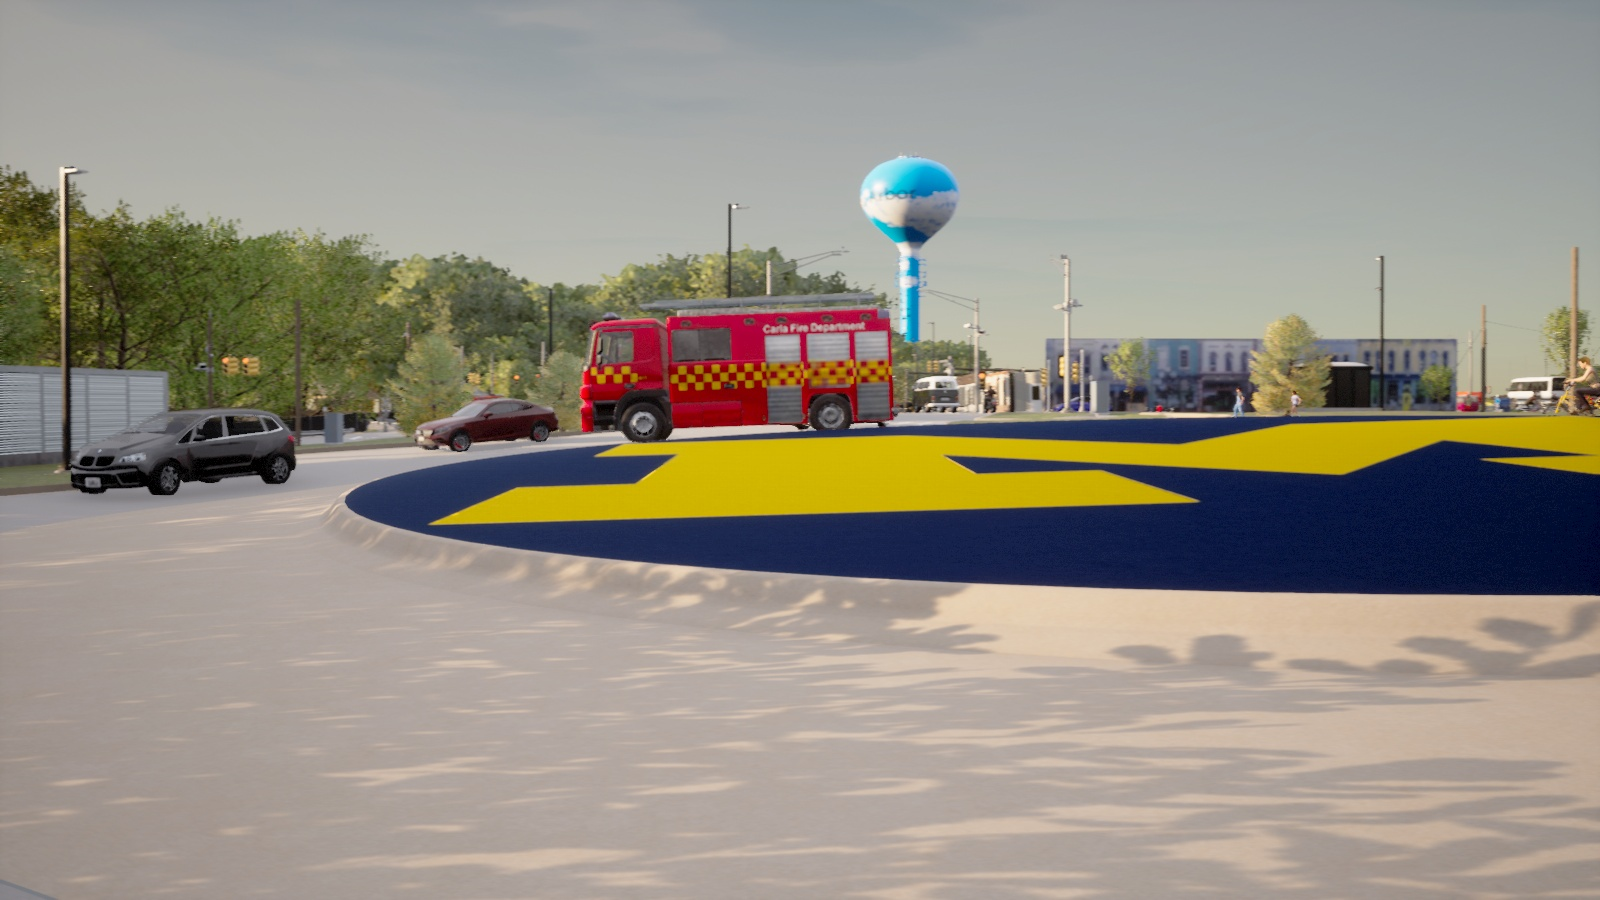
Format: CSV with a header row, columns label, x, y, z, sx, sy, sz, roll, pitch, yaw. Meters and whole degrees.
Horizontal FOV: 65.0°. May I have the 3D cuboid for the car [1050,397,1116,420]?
label,x,y,z,sx,sy,sz,roll,pitch,yaw
car,19.976,-2.916,88.639,4.193,1.474,1.816,1,1,-2

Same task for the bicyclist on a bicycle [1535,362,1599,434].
label,x,y,z,sx,sy,sz,roll,pitch,yaw
bicyclist on a bicycle,17.815,-1.191,28.721,0.866,1.612,1.509,-3,4,-44

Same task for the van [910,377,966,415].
label,x,y,z,sx,sy,sz,roll,pitch,yaw
van,7.748,-3.032,70.949,2.069,2.038,4.480,0,1,-8

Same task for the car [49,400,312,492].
label,x,y,z,sx,sy,sz,roll,pitch,yaw
car,-12.850,-0.170,26.412,2.242,1.667,4.611,1,3,21

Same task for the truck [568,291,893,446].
label,x,y,z,sx,sy,sz,roll,pitch,yaw
truck,-1.820,-2.191,34.576,8.468,3.827,2.891,-2,2,1

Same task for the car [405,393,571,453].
label,x,y,z,sx,sy,sz,roll,pitch,yaw
car,-9.625,-0.903,38.991,1.812,1.442,4.674,2,7,43

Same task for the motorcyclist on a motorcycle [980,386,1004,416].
label,x,y,z,sx,sy,sz,roll,pitch,yaw
motorcyclist on a motorcycle,10.890,-2.790,71.417,0.766,1.649,2.350,0,1,-5

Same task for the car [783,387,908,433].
label,x,y,z,sx,sy,sz,roll,pitch,yaw
car,1.676,-1.455,44.309,2.033,1.411,5.357,2,5,31

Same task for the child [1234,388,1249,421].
label,x,y,z,sx,sy,sz,roll,pitch,yaw
child,17.028,-1.741,48.459,0.437,1.263,0.270,0,1,-12
